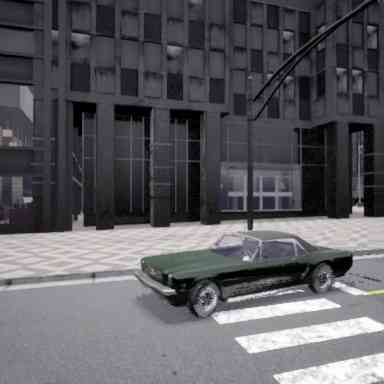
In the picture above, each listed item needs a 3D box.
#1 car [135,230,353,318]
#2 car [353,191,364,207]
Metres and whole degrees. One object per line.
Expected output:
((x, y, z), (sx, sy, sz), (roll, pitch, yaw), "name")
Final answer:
((1.209, 1.565, 7.351), (4.718, 1.301, 1.895), (-1, 0, -27), "car")
((21.680, 0.912, 40.892), (2.150, 2.045, 5.566), (0, -1, -17), "car")
